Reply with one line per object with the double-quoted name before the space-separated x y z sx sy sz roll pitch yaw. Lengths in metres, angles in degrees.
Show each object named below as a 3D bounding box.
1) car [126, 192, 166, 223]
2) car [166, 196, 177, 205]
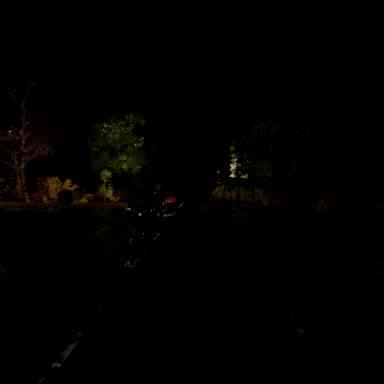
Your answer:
"car" -3.477 1.052 25.078 2.150 2.045 5.566 1 2 0
"car" -3.581 1.501 57.421 1.812 1.442 4.674 0 0 0
